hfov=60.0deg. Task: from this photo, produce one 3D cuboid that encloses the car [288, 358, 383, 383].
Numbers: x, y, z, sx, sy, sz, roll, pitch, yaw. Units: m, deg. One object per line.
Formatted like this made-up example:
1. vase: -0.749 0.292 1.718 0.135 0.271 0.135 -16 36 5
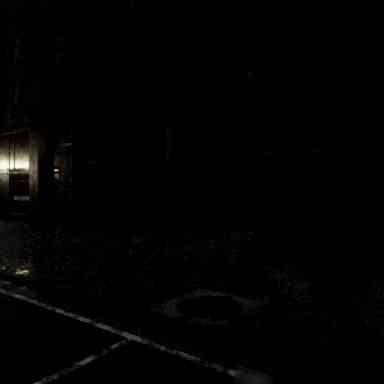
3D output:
1. car: 2.462 1.545 1.209 4.507 1.381 1.887 0 0 36
